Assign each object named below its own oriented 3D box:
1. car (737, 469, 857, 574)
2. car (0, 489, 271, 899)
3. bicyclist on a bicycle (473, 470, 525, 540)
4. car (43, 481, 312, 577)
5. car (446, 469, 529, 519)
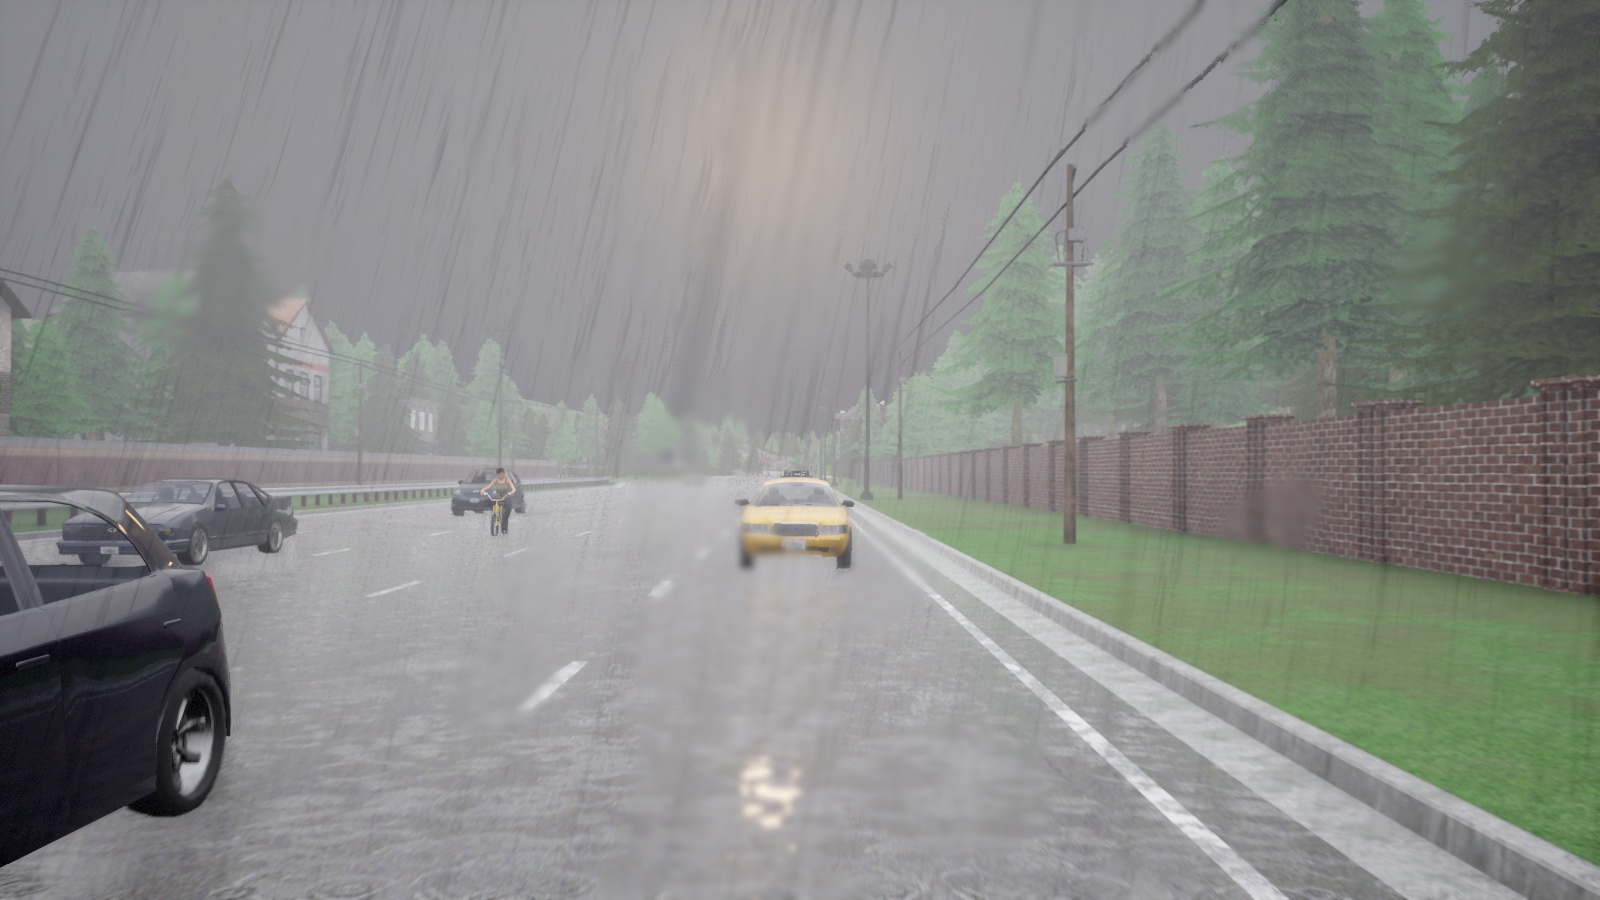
[{"bbox_3d":[-0.052,1.115,21.593,1.801,1.575,5.366,0,-1,0],"label":"car"},{"bbox_3d":[-3.510,0.915,4.324,1.845,1.501,3.633,0,-1,0],"label":"car"},{"bbox_3d":[-7.065,1.275,29.584,0.866,1.612,1.509,0,-1,0],"label":"bicyclist on a bicycle"},{"bbox_3d":[-10.553,1.270,21.862,2.033,1.411,5.357,0,-1,0],"label":"car"},{"bbox_3d":[-10.603,1.472,42.861,1.851,1.617,3.988,0,-1,0],"label":"car"}]
